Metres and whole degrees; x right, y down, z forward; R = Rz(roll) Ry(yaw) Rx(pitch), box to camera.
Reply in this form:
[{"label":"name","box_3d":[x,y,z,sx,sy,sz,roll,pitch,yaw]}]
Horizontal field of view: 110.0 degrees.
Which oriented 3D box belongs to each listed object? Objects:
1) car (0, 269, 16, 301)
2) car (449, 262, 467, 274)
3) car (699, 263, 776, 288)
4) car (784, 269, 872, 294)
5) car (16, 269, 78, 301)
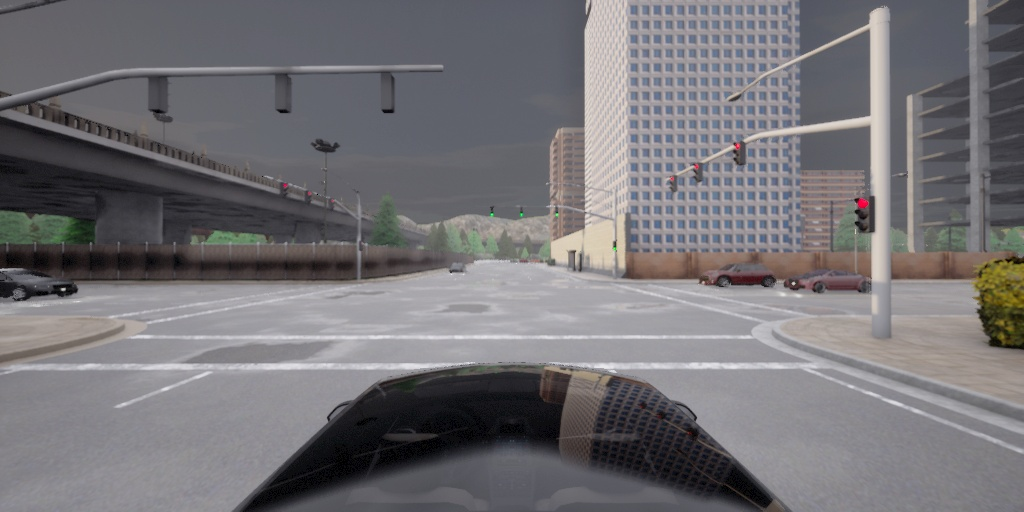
[{"label":"car","box_3d":[-23.637,1.355,14.234,5.008,1.535,1.882,0,0,0]},{"label":"car","box_3d":[-7.024,1.581,46.755,1.837,1.490,4.892,0,1,0]},{"label":"car","box_3d":[15.615,1.292,25.040,4.553,1.767,2.097,0,0,0]},{"label":"car","box_3d":[18.912,1.483,21.547,4.181,1.385,1.994,0,0,0]},{"label":"car","box_3d":[-24.613,1.402,17.731,4.892,1.490,1.837,0,0,0]}]
